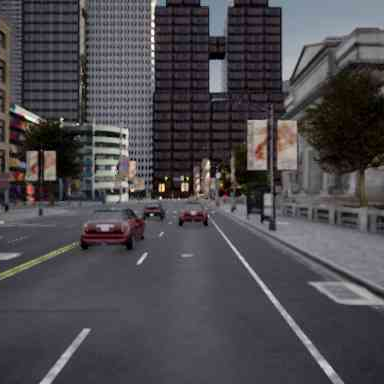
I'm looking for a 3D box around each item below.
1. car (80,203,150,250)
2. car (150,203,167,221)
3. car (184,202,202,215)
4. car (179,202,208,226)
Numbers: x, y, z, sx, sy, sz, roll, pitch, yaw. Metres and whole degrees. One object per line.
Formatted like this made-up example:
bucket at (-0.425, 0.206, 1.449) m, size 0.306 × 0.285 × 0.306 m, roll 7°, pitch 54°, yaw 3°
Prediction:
car at (-3.404, 1.481, 15.148) m, size 2.097 × 1.767 × 4.553 m, roll 0°, pitch 0°, yaw 0°
car at (-3.399, 1.757, 30.504) m, size 1.837 × 1.490 × 4.892 m, roll 0°, pitch -2°, yaw 0°
car at (0.101, 1.874, 38.888) m, size 2.033 × 1.411 × 5.357 m, roll 0°, pitch 0°, yaw 0°
car at (0.101, 1.567, 25.643) m, size 2.097 × 1.767 × 4.553 m, roll 0°, pitch 0°, yaw 0°
